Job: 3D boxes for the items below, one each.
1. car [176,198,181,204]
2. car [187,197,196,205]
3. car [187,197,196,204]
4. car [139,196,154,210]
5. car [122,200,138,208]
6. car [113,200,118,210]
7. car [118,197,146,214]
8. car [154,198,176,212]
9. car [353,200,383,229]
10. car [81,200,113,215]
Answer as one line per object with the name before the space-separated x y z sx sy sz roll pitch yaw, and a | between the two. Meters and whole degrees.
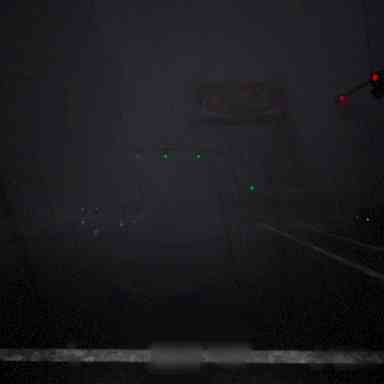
car | -3.565 2.068 75.989 2.128 1.511 4.902 0 0 0
car | -0.059 2.094 69.046 1.895 1.301 4.718 0 0 0
car | -0.067 2.029 78.084 2.128 1.511 4.902 0 0 0
car | -7.124 1.830 49.279 1.882 1.535 5.008 0 0 0
car | -10.619 2.011 57.390 1.895 1.301 4.718 0 0 0
car | -10.626 1.808 46.225 1.882 1.535 5.008 0 0 0
car | -7.117 1.763 39.847 1.882 1.535 5.008 0 0 0
car | -3.434 1.784 42.940 1.882 1.535 5.008 0 0 0
car | 14.034 1.384 22.651 5.566 2.045 2.150 0 0 0
car | -10.638 1.864 36.834 1.895 1.301 4.718 0 0 1
